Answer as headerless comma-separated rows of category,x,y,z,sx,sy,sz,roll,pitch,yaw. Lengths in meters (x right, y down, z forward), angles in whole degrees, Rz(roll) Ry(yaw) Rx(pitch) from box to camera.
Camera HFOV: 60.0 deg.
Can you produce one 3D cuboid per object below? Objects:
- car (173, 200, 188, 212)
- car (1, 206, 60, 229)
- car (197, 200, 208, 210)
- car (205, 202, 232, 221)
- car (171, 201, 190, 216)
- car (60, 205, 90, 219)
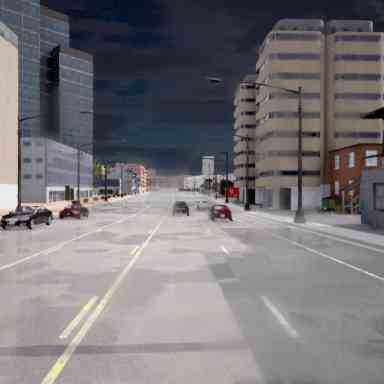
car,-1.679,1.991,48.064,2.033,1.411,5.357,0,0,-2
car,-11.391,1.726,23.311,2.128,1.511,4.902,0,-1,-2
car,1.812,1.957,50.511,1.812,1.442,4.674,0,1,-2
car,2.543,1.883,30.675,1.812,1.442,4.674,0,-1,-2
car,-1.266,1.942,38.015,1.837,1.490,4.892,0,0,-2
car,-11.724,1.948,33.366,1.994,1.385,4.181,0,-1,-2
